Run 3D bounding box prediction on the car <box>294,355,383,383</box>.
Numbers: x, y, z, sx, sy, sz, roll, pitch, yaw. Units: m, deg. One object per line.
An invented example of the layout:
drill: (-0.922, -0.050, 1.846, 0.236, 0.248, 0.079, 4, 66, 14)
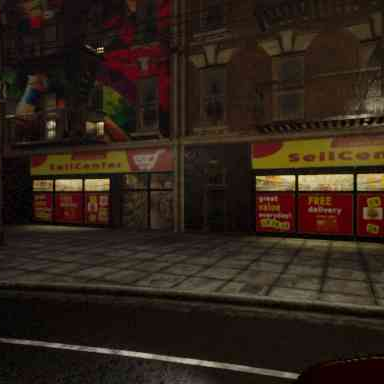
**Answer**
car: (2.540, 1.564, 1.608, 4.181, 1.385, 1.994, 0, 0, 18)
